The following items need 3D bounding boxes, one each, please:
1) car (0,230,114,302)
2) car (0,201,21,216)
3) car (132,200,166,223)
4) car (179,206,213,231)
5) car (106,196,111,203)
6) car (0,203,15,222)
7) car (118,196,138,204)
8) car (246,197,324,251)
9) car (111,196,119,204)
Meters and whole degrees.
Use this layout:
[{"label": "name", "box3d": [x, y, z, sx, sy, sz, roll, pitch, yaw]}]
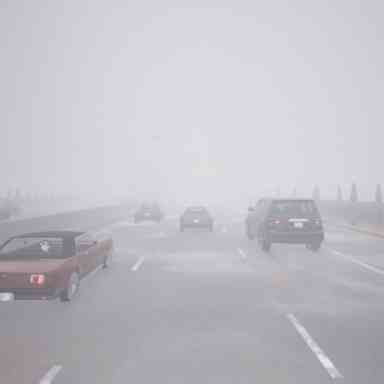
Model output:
[{"label": "car", "box3d": [-3.339, 1.599, 8.218, 1.895, 1.301, 4.718, 0, 0, 0]}, {"label": "car", "box3d": [-17.347, 1.514, 30.177, 1.812, 1.442, 4.674, 0, 0, 1]}, {"label": "car", "box3d": [-3.190, 1.563, 25.807, 1.994, 1.385, 4.181, 0, 0, 0]}, {"label": "car", "box3d": [0.265, 1.566, 20.587, 1.994, 1.385, 4.181, 0, 0, 0]}, {"label": "car", "box3d": [-16.894, 1.558, 71.324, 2.033, 1.411, 5.357, 0, 0, 0]}, {"label": "car", "box3d": [-13.926, 1.591, 21.607, 1.895, 1.301, 4.718, 0, 0, 1]}, {"label": "car", "box3d": [-10.083, 1.548, 54.896, 2.033, 1.411, 5.357, 0, 0, 1]}, {"label": "car", "box3d": [3.710, 1.226, 14.206, 2.150, 2.045, 5.566, 0, 0, 0]}, {"label": "car", "box3d": [-13.475, 1.535, 63.098, 1.812, 1.442, 4.674, 0, 0, 1]}]
